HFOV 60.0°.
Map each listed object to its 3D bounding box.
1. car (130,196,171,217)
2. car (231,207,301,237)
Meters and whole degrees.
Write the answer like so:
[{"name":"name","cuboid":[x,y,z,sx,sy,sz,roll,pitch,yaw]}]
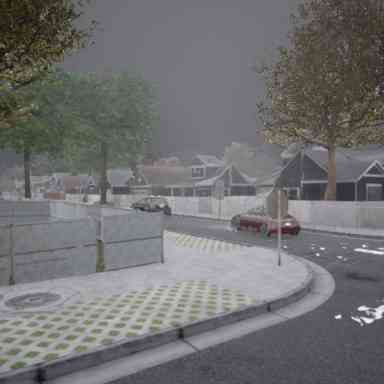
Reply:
[{"name":"car","cuboid":[-3.745,1.210,29.309,2.097,1.767,4.553,0,0,-35]},{"name":"car","cuboid":[3.803,1.508,17.754,1.994,1.385,4.181,0,0,-23]}]
